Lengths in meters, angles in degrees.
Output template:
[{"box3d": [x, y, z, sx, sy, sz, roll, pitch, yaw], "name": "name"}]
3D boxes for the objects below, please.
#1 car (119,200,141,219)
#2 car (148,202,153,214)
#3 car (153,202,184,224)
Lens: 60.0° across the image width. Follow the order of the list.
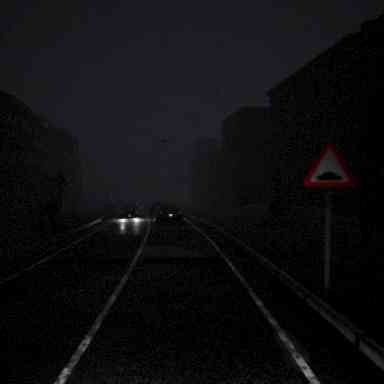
[{"box3d": [-5.977, 1.781, 32.300, 2.033, 1.411, 5.357, 0, -1, -9], "name": "car"}, {"box3d": [-4.379, 2.007, 41.921, 1.837, 1.490, 4.892, 0, -2, -10], "name": "car"}, {"box3d": [-1.751, 1.624, 25.280, 1.994, 1.385, 4.181, 0, -1, -7], "name": "car"}]
